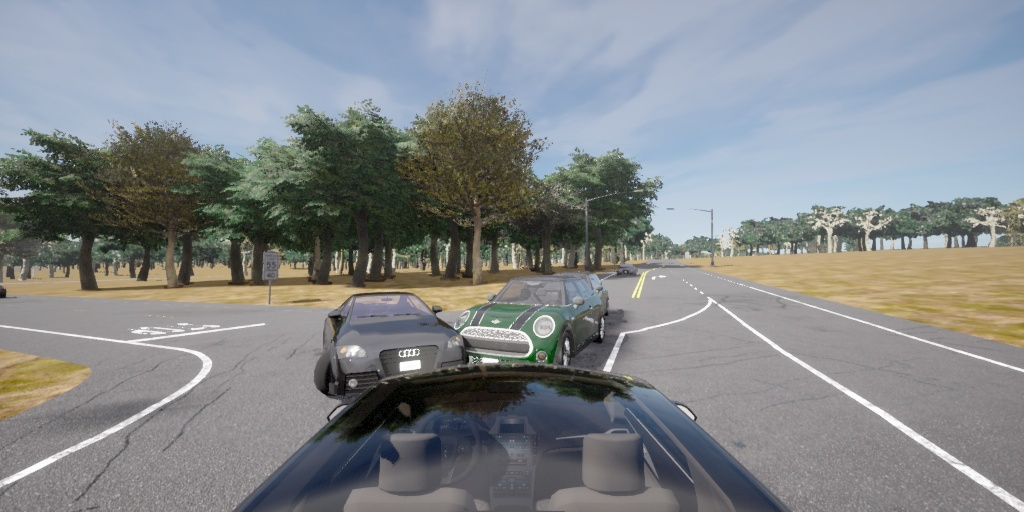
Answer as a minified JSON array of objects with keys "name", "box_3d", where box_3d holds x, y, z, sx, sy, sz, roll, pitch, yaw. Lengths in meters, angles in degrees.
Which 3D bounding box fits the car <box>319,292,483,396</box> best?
[{"name":"car","box_3d":[-2.355,1.376,6.652,1.994,1.385,4.181,1,-2,-29]}]

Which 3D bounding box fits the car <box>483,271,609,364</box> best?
[{"name":"car","box_3d":[0.616,1.218,7.856,2.097,1.767,4.553,-1,-2,26]}]

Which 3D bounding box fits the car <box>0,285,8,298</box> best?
[{"name":"car","box_3d":[-40.855,2.561,27.428,4.181,1.385,1.994,-2,-3,22]}]

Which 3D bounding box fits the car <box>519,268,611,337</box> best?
[{"name":"car","box_3d":[2.024,1.344,12.169,2.097,1.767,4.553,-1,-1,21]}]

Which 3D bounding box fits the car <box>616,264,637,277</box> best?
[{"name":"car","box_3d":[12.748,1.535,39.786,1.994,1.385,4.181,-1,0,22]}]
